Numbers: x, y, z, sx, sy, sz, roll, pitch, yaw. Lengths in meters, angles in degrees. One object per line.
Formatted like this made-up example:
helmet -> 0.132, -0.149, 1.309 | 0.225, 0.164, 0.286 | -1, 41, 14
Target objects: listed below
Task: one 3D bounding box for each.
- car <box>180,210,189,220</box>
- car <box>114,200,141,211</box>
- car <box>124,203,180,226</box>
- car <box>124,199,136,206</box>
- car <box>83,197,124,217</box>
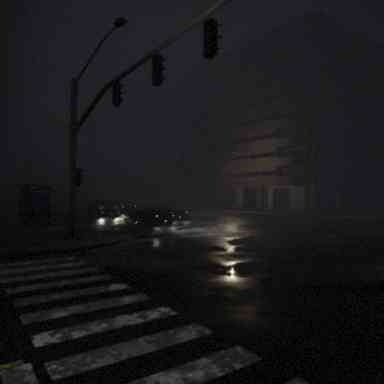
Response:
car -> -2.318, 1.865, 30.751 | 1.895, 1.301, 4.718 | 1, -1, -36
car -> -8.966, 1.836, 46.062 | 1.812, 1.442, 4.674 | 1, -1, -36
car -> -3.209, 1.820, 26.047 | 1.895, 1.301, 4.718 | 1, -1, -36
car -> -8.099, 1.615, 38.661 | 2.097, 1.767, 4.553 | 1, -1, -36
car -> -9.172, 1.569, 34.194 | 2.097, 1.767, 4.553 | 1, -1, -36
